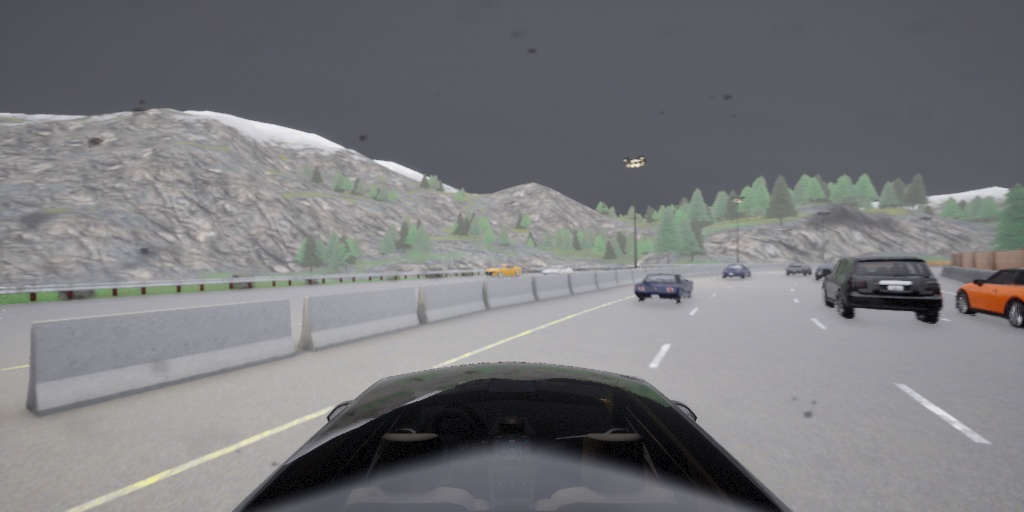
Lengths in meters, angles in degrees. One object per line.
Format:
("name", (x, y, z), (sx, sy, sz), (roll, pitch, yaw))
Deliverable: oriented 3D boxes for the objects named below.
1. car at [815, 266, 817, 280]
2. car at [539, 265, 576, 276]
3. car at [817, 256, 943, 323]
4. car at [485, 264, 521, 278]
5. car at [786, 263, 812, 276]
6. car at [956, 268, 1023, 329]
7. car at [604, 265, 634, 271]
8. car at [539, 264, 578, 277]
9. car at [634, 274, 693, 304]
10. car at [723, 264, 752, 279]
("car", (29.384, 1.577, 33.115), (1.895, 1.301, 4.718), (-1, -1, 44))
("car", (4.660, 1.663, 37.157), (1.812, 1.442, 4.674), (-1, -1, 40))
("car", (12.759, 1.041, 12.725), (2.150, 2.045, 5.566), (-1, -1, 34))
("car", (-0.998, 1.689, 41.284), (1.882, 1.535, 5.008), (-1, -1, 40))
("car", (33.561, 1.550, 41.956), (4.902, 1.511, 2.128), (0, -1, -42))
("car", (15.682, 1.132, 10.700), (2.097, 1.767, 4.553), (-1, -1, 34))
("car", (12.136, 1.688, 40.479), (2.033, 1.411, 5.357), (-1, -1, 42))
("car", (5.775, 1.757, 43.863), (2.033, 1.411, 5.357), (-1, -1, 42))
("car", (7.519, 1.498, 17.454), (1.895, 1.301, 4.718), (-1, -1, 34))
("car", (22.762, 1.569, 36.315), (1.812, 1.442, 4.674), (-1, -1, 43))
